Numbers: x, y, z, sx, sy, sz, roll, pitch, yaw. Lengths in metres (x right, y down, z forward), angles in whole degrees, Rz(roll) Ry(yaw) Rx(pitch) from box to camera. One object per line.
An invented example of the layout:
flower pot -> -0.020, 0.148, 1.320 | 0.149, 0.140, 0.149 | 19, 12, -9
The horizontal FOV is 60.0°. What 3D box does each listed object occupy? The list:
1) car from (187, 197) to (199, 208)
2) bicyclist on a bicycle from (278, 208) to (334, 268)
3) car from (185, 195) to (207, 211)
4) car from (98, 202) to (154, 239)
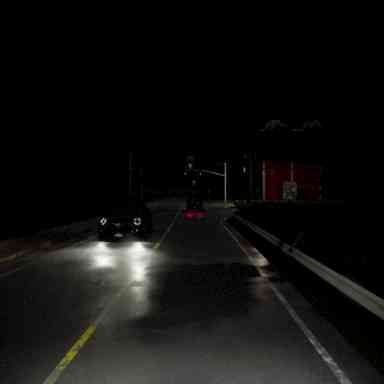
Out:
car -> 0.100, 1.505, 50.180 | 1.837, 1.490, 4.892 | 0, 0, -1
bicyclist on a bicycle -> 3.336, 1.284, 9.410 | 1.656, 1.620, 0.582 | 10, 0, 2
car -> 0.262, 1.492, 39.696 | 2.128, 1.511, 4.902 | 0, 0, -1
car -> -3.270, 1.352, 17.169 | 2.097, 1.767, 4.553 | 0, 0, 1
